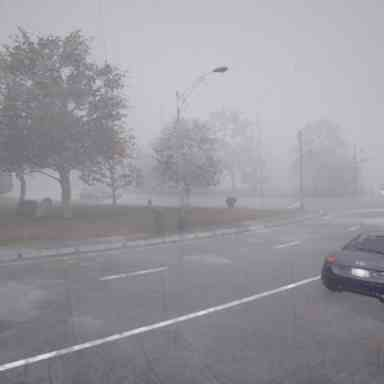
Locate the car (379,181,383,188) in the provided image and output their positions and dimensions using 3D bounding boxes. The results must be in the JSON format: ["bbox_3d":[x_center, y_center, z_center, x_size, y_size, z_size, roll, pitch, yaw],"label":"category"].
[{"bbox_3d":[44.721,-1.719,77.585,1.837,1.490,4.892,-1,2,28],"label":"car"}]

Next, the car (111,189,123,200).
[{"bbox_3d":[-13.957,0.137,54.564,5.566,2.045,2.150,2,4,32],"label":"car"}]

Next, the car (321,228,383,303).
[{"bbox_3d":[4.876,1.552,7.881,4.181,1.385,1.994,-1,0,-40],"label":"car"}]

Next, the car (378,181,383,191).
[{"bbox_3d":[36.991,-0.966,63.133,1.994,1.385,4.181,-1,2,28],"label":"car"}]

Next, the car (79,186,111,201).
[{"bbox_3d":[-15.212,0.450,51.238,4.553,1.767,2.097,2,4,32],"label":"car"}]
